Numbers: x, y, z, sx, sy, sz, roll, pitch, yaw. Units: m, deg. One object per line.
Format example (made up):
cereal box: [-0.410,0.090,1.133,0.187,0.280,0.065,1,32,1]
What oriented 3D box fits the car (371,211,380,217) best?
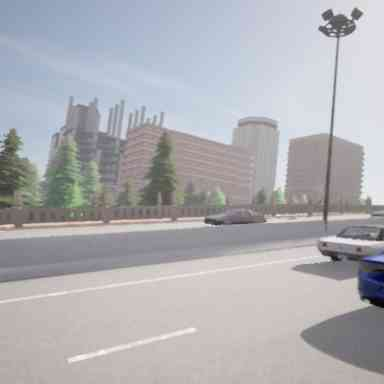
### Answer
car: [19.816,2.160,32.795,5.357,1.411,2.033,1,-1,-32]

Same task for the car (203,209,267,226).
car: [3.540,2.043,26.668,5.357,1.411,2.033,1,-1,-32]

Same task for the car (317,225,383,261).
car: [6.721,1.826,11.886,4.718,1.301,1.895,1,-1,-32]

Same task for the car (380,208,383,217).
car: [18.057,2.023,27.549,4.892,1.490,1.837,1,-2,-32]

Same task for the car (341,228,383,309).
car: [5.577,1.613,7.028,5.008,1.535,1.882,1,-1,-32]
